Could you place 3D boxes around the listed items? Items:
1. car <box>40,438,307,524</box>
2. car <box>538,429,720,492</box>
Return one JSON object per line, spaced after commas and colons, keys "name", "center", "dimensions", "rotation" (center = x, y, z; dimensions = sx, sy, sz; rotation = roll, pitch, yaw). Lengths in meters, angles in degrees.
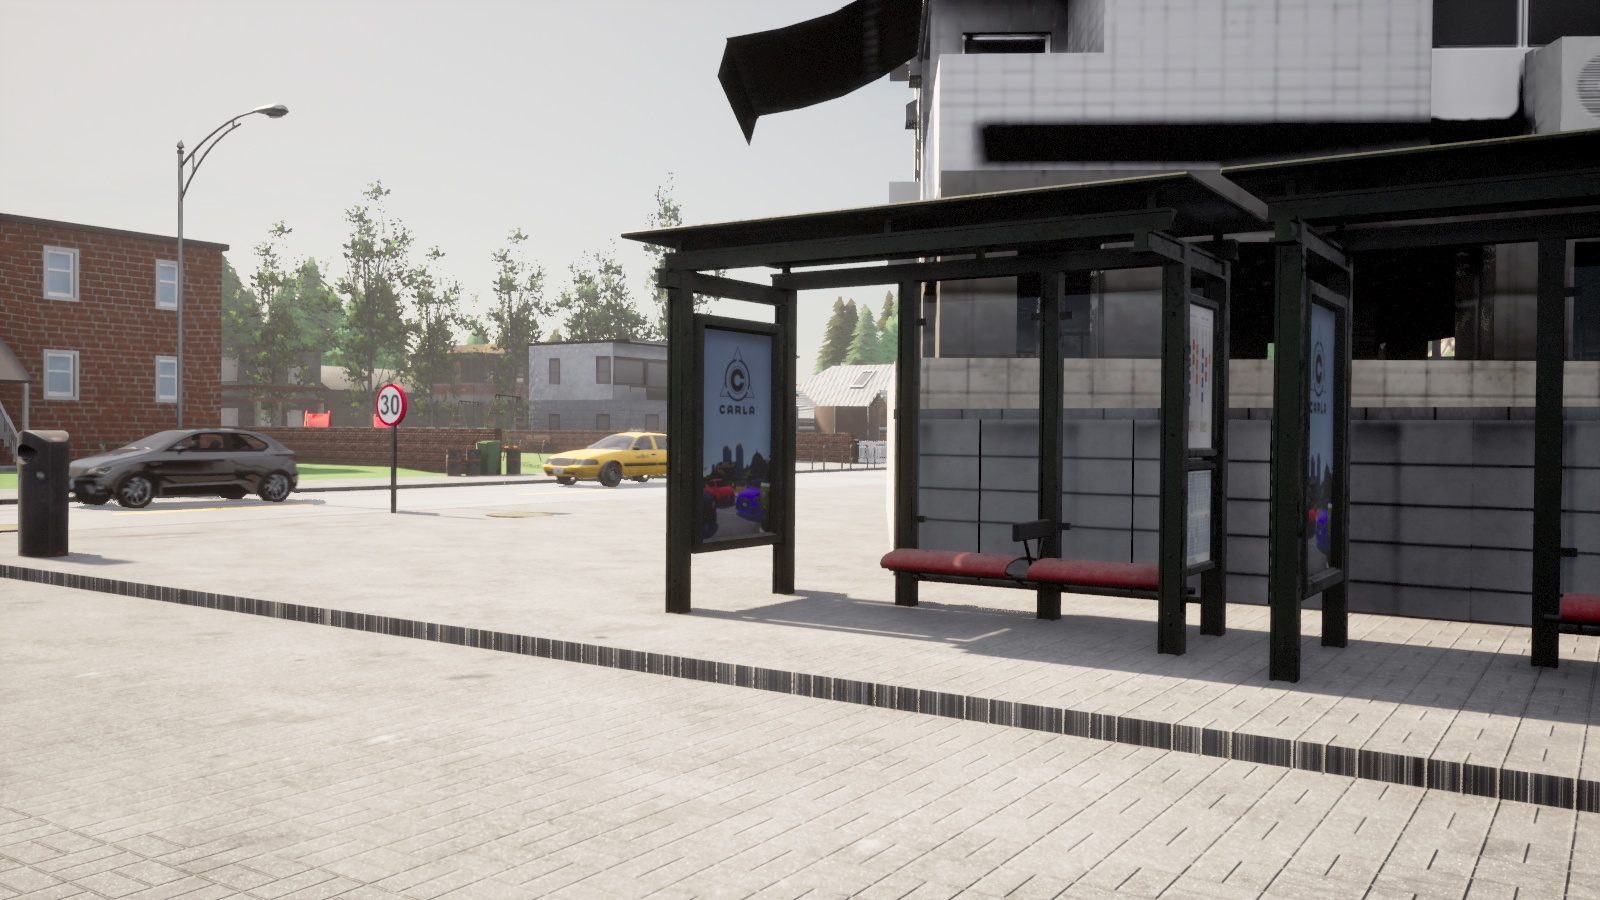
{"name": "car", "center": [-11.880, 0.524, 24.060], "dimensions": [1.816, 1.474, 4.193], "rotation": [0, 1, 35]}
{"name": "car", "center": [-4.611, 0.236, 34.765], "dimensions": [1.801, 1.575, 5.366], "rotation": [0, 1, 35]}
